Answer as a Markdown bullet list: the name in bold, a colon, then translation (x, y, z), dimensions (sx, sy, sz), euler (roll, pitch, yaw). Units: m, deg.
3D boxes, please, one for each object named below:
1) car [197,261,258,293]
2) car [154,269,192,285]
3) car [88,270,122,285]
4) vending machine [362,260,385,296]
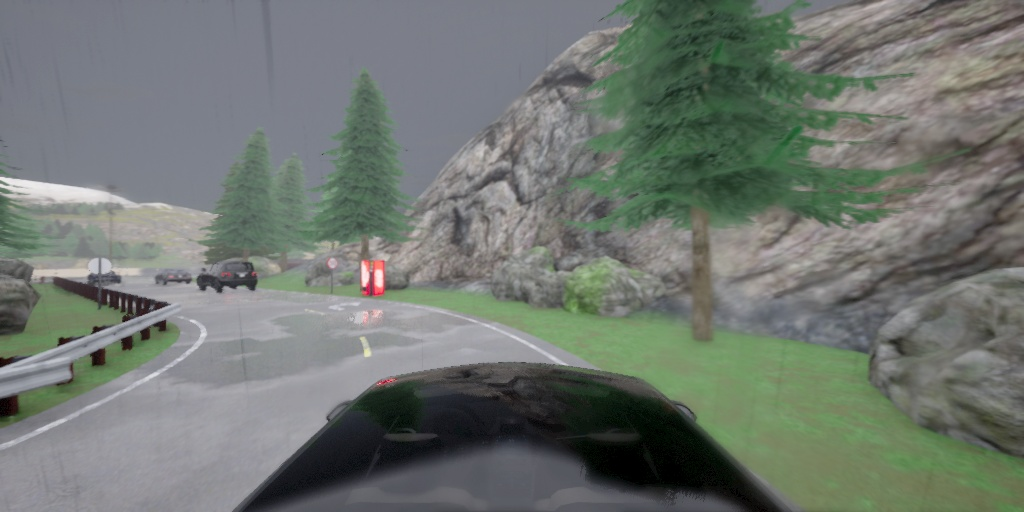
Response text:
- **car**: translation (-19.798, 1.394, 24.947), dimensions (5.566, 2.045, 2.150), euler (-1, -1, 35)
- **car**: translation (-31.429, 1.902, 33.268), dimensions (5.357, 1.411, 2.033), euler (-1, -1, 36)
- **car**: translation (-38.909, 2.021, 34.251), dimensions (4.718, 1.301, 1.895), euler (-1, -1, 37)
- **vending machine**: translation (-8.111, 1.233, 20.976), dimensions (0.880, 2.100, 1.100), euler (0, 0, 35)
